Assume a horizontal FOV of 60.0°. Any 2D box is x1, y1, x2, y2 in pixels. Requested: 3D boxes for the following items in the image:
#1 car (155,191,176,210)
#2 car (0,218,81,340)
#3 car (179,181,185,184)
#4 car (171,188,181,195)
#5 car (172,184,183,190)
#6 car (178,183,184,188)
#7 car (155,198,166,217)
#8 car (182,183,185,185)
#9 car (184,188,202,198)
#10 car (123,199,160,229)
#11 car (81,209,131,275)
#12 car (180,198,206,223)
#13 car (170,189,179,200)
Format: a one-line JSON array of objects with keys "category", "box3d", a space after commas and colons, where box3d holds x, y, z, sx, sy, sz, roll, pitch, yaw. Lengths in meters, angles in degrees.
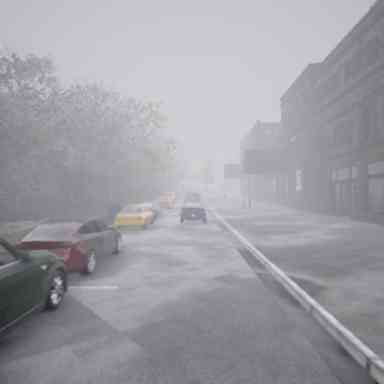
[{"category": "car", "box3d": [-3.633, 1.148, 41.253, 2.185, 1.767, 4.553, 2, 2, 2]}, {"category": "car", "box3d": [-3.653, 1.368, 5.008, 2.185, 1.767, 4.553, 0, 0, 2]}, {"category": "car", "box3d": [-3.656, -1.343, 91.586, 1.946, 1.575, 5.366, 0, 3, 2]}, {"category": "car", "box3d": [-3.641, 0.648, 58.006, 2.231, 1.521, 4.892, 1, 3, 2]}, {"category": "car", "box3d": [-3.662, -0.105, 69.119, 2.185, 1.767, 4.553, 0, 3, 2]}, {"category": "car", "box3d": [-3.663, -0.440, 74.680, 2.185, 1.767, 4.553, 0, 3, 2]}, {"category": "car", "box3d": [-3.655, 1.522, 27.996, 2.002, 1.452, 4.674, 0, 0, 2]}, {"category": "car", "box3d": [-3.662, -0.651, 80.274, 2.231, 1.521, 4.892, 0, 3, 2]}, {"category": "car", "box3d": [0.097, 0.921, 44.639, 2.150, 2.045, 5.566, 0, 2, 0]}, {"category": "car", "box3d": [-3.647, 1.492, 21.859, 1.946, 1.575, 5.366, 0, 1, 2]}, {"category": "car", "box3d": [-3.664, 1.553, 10.612, 2.163, 1.488, 4.792, -1, 0, 2]}, {"category": "car", "box3d": [0.097, 1.489, 26.098, 1.882, 1.535, 5.008, 0, 0, 0]}, {"category": "car", "box3d": [-3.637, 0.892, 52.272, 1.946, 1.575, 5.366, 1, 2, 2]}]
